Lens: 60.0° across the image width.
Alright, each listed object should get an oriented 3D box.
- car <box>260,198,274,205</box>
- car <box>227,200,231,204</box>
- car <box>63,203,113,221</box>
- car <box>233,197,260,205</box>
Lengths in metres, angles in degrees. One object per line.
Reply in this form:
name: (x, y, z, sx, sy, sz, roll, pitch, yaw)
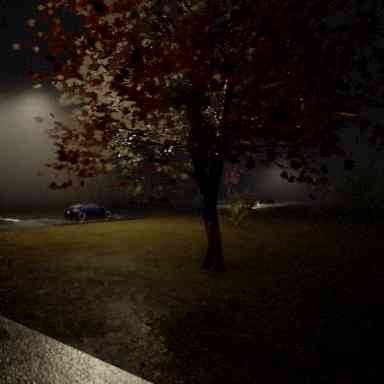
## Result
car: (14.022, 1.728, 62.617, 1.895, 1.301, 4.718, 1, 0, 31)
car: (7.933, 1.653, 59.476, 1.895, 1.301, 4.718, 1, 0, 32)
car: (-8.742, 1.594, 28.317, 1.994, 1.385, 4.181, 1, 1, 35)
car: (8.776, 1.574, 54.217, 1.882, 1.535, 5.008, 1, 0, 33)
